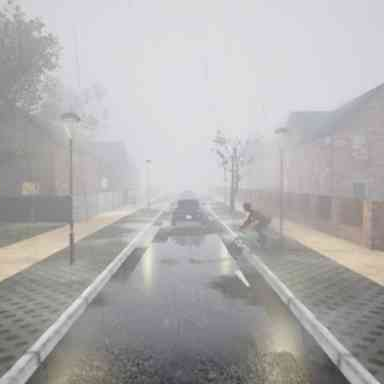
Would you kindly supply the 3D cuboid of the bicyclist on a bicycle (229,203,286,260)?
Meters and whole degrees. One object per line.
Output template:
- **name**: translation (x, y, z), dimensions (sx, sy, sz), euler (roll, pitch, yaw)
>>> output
- **bicyclist on a bicycle**: translation (1.816, 1.104, 9.519), dimensions (1.656, 1.620, 0.582), euler (-7, 1, -1)

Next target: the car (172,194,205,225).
- **car**: translation (-0.206, 1.051, 19.359), dimensions (1.812, 1.442, 4.674), euler (0, 1, -1)

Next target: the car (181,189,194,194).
- **car**: translation (-0.669, 0.340, 48.732), dimensions (1.812, 1.442, 4.674), euler (0, 1, -1)
